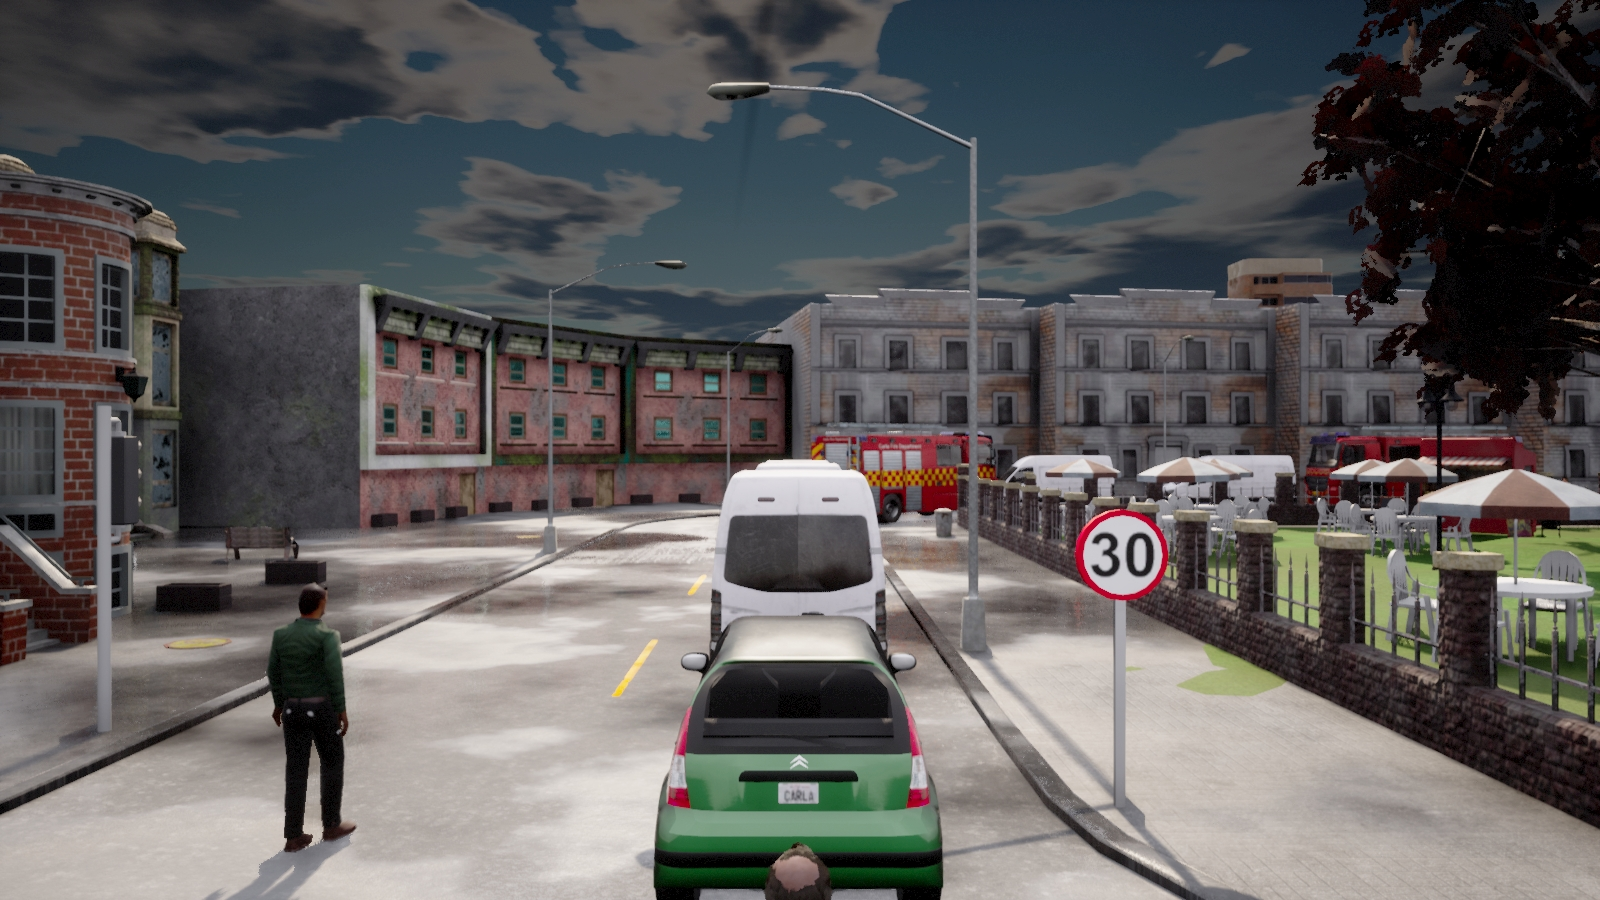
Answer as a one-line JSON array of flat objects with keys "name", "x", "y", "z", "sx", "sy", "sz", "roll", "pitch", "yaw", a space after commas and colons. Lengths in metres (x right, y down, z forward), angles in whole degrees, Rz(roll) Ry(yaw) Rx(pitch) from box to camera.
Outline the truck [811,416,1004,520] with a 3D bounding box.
[{"name": "truck", "x": 4.502, "y": 0.660, "z": 46.247, "sx": 8.468, "sy": 3.827, "sz": 2.891, "roll": 0, "pitch": 0, "yaw": -43}]

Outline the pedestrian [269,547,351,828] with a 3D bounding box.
[{"name": "pedestrian", "x": -3.407, "y": 1.626, "z": 7.953, "sx": 0.375, "sy": 1.860, "sz": 0.375, "roll": 0, "pitch": 0, "yaw": 13}]

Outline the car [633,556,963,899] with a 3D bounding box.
[{"name": "car", "x": -0.015, "y": 1.777, "z": 8.404, "sx": 1.851, "sy": 1.617, "sz": 3.988, "roll": 0, "pitch": 0, "yaw": 0}]

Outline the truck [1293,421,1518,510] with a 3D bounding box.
[{"name": "truck", "x": 26.739, "y": 0.657, "z": 50.713, "sx": 8.468, "sy": 3.827, "sz": 2.891, "roll": 0, "pitch": 0, "yaw": 0}]

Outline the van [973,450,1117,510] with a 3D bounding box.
[{"name": "van", "x": 10.768, "y": 1.301, "z": 50.430, "sx": 5.915, "sy": 2.561, "sz": 1.988, "roll": 0, "pitch": 0, "yaw": 0}]

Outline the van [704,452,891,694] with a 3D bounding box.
[{"name": "van", "x": -0.025, "y": 1.311, "z": 15.105, "sx": 1.988, "sy": 2.561, "sz": 5.915, "roll": 0, "pitch": 0, "yaw": 0}]

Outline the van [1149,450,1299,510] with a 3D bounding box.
[{"name": "van", "x": 18.656, "y": 1.301, "z": 50.452, "sx": 5.915, "sy": 2.561, "sz": 1.988, "roll": 0, "pitch": 0, "yaw": 0}]
